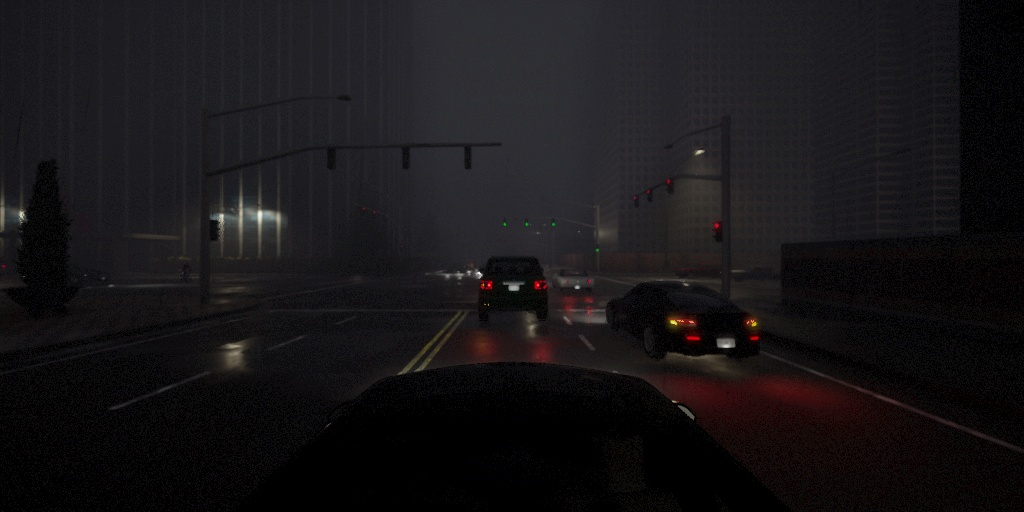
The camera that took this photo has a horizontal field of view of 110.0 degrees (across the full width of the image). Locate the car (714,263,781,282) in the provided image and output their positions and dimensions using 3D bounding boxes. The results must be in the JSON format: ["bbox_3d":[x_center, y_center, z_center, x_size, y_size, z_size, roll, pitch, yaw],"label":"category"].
[{"bbox_3d":[19.851,1.460,29.748,4.718,1.301,1.895,0,0,0],"label":"car"}]

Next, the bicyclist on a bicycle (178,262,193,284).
[{"bbox_3d":[-24.670,1.301,27.101,0.582,1.620,1.656,0,-1,-13],"label":"bicyclist on a bicycle"}]

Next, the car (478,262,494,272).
[{"bbox_3d":[-3.591,1.538,50.072,1.895,1.301,4.718,0,0,0],"label":"car"}]

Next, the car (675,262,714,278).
[{"bbox_3d":[17.779,1.350,33.259,5.008,1.535,1.882,0,0,0],"label":"car"}]

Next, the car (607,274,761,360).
[{"bbox_3d":[3.598,1.301,8.314,1.812,1.442,4.674,0,0,0],"label":"car"}]

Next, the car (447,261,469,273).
[{"bbox_3d":[-7.098,1.449,46.290,1.812,1.442,4.674,0,0,0],"label":"car"}]

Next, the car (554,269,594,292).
[{"bbox_3d":[3.598,1.429,21.907,1.895,1.301,4.718,0,0,0],"label":"car"}]

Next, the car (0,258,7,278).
[{"bbox_3d":[-49.814,1.091,32.644,5.566,2.045,2.150,0,0,0],"label":"car"}]

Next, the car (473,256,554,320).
[{"bbox_3d":[-0.006,1.015,12.901,2.150,2.045,5.566,0,0,-1],"label":"car"}]

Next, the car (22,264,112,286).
[{"bbox_3d":[-31.610,1.334,25.576,4.902,1.511,2.128,0,0,0],"label":"car"}]

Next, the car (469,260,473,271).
[{"bbox_3d":[-7.071,1.437,55.625,1.882,1.535,5.008,0,0,0],"label":"car"}]

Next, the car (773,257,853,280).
[{"bbox_3d":[27.721,1.094,33.182,5.566,2.045,2.150,0,0,1],"label":"car"}]

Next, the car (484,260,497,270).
[{"bbox_3d":[-3.545,1.452,59.460,1.882,1.535,5.008,0,0,0],"label":"car"}]
